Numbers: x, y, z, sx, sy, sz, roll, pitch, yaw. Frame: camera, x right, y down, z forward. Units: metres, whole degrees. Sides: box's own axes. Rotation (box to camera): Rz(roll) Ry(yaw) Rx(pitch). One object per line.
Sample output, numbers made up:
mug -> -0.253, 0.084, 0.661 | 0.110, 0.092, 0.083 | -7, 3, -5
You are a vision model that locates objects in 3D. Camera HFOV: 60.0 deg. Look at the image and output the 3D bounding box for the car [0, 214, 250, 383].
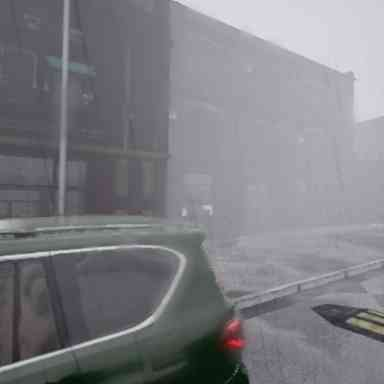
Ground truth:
car -> -2.156, 1.225, 1.847 | 5.566, 2.045, 2.150 | 0, 0, -35
